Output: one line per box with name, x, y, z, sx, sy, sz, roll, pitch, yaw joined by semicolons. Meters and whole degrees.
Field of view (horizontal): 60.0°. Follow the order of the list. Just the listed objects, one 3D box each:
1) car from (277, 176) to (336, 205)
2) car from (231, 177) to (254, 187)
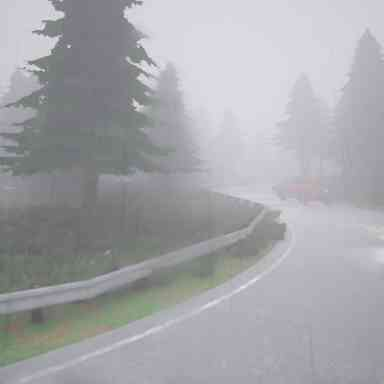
car;8.551;-0.177;25.207;2.150;2.045;5.566;1;4;-12
car;7.508;-1.479;48.868;2.033;1.411;5.357;0;4;28
